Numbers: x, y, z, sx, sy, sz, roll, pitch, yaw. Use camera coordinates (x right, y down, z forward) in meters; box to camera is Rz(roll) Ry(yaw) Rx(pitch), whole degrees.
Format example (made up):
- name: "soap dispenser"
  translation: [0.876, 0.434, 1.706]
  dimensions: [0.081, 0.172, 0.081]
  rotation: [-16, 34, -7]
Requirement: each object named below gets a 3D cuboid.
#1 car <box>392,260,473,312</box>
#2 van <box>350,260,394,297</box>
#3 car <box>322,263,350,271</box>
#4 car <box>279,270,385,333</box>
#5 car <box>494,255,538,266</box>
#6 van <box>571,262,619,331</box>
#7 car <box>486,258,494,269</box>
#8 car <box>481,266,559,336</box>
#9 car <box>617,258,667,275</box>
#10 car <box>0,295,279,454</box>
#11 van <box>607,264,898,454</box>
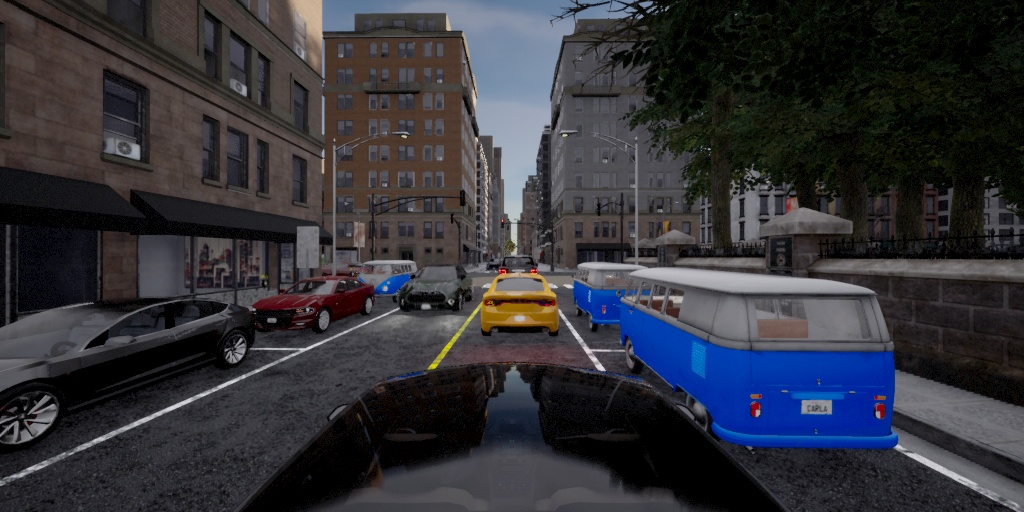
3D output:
- name: "car"
  translation: [-2.815, 1.099, 14.201]
  dimensions: [2.097, 1.767, 4.553]
  rotation: [0, 0, 1]
- name: "van"
  translation: [-5.584, 1.087, 16.477]
  dimensions: [1.690, 1.789, 3.998]
  rotation: [0, 0, 1]
- name: "car"
  translation: [-13.232, 1.256, 28.590]
  dimensions: [4.674, 1.442, 1.812]
  rotation: [0, 0, 0]
- name: "car"
  translation: [-5.697, 1.294, 10.818]
  dimensions: [1.888, 1.381, 4.507]
  rotation: [0, 0, 1]
- name: "car"
  translation: [0.328, 0.965, 20.361]
  dimensions: [2.150, 2.045, 5.566]
  rotation: [0, 0, 0]
- name: "van"
  translation: [2.827, 1.089, 10.658]
  dimensions: [1.690, 1.789, 3.998]
  rotation: [0, 0, 1]
- name: "car"
  translation: [-2.311, 1.085, 49.610]
  dimensions: [2.097, 1.767, 4.553]
  rotation: [0, 0, 2]
- name: "car"
  translation: [0.224, 1.226, 10.405]
  dimensions: [1.882, 1.535, 5.008]
  rotation: [0, 0, 1]
- name: "car"
  translation: [13.851, 1.093, 38.367]
  dimensions: [4.553, 1.767, 2.097]
  rotation: [0, 0, 0]
- name: "car"
  translation: [-5.809, 1.315, 5.159]
  dimensions: [1.948, 1.339, 4.313]
  rotation: [0, 0, 1]
- name: "van"
  translation: [2.714, 1.090, 5.001]
  dimensions: [1.690, 1.789, 3.998]
  rotation: [0, 0, 1]
